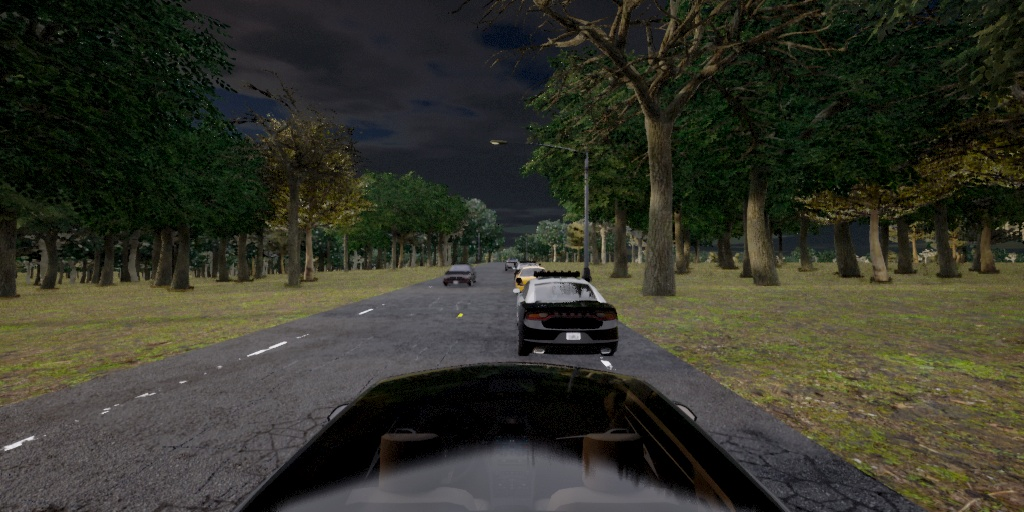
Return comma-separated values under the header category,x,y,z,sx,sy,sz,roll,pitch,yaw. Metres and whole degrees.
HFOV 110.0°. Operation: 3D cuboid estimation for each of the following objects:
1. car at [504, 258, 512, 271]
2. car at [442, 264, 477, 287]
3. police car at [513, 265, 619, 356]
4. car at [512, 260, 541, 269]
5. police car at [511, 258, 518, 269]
category,x,y,z,sx,sy,sz,roll,pitch,yaw
car,0.085,1.130,45.961,2.128,1.511,4.902,0,0,1
car,-3.466,1.270,24.804,2.033,1.411,5.357,0,0,0
police car,1.062,1.174,8.749,1.930,1.638,5.238,0,0,0
car,1.076,1.192,18.833,1.801,1.575,5.366,0,0,0
police car,1.085,1.148,24.753,1.930,1.638,5.238,0,0,0
